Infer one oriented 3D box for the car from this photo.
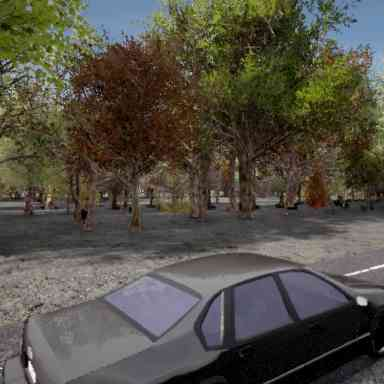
[{"bbox_3d":[0.710,1.548,4.245,5.357,1.411,2.033,0,0,-35],"label":"car"}]
